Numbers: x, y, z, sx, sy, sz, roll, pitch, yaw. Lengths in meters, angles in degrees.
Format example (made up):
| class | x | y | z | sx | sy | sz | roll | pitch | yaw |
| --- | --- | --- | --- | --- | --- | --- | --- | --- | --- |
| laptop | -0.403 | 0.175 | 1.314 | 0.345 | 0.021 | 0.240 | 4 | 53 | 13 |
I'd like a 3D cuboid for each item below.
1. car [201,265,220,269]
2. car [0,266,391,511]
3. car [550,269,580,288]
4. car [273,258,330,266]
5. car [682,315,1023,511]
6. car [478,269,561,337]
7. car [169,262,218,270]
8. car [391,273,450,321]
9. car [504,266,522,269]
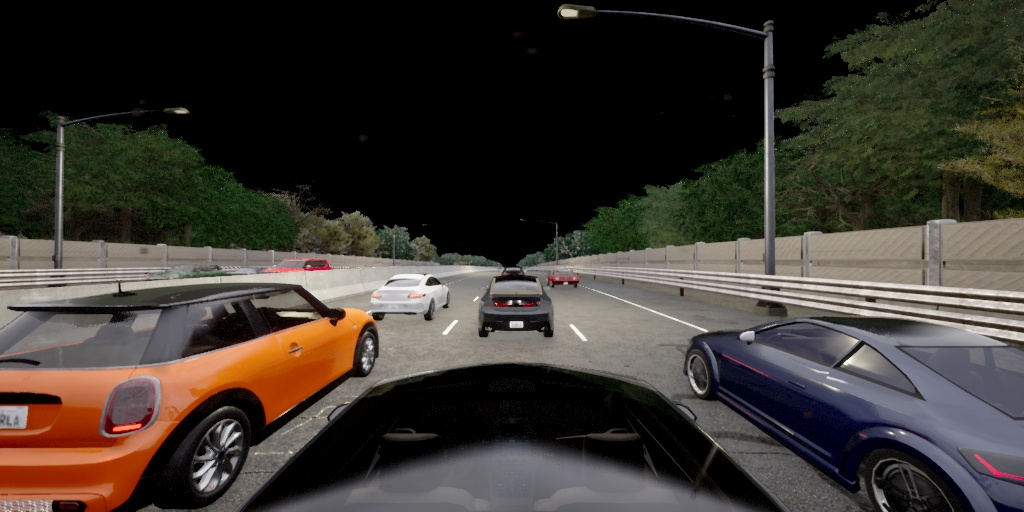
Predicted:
| class | x | y | z | sx | sy | sz | roll | pitch | yaw |
| --- | --- | --- | --- | --- | --- | --- | --- | --- | --- |
| car | -17.607 | 1.502 | 24.322 | 2.033 | 1.411 | 5.357 | 0 | -1 | 0 |
| car | -3.403 | 1.107 | 4.528 | 2.097 | 1.767 | 4.553 | 0 | 0 | 0 |
| car | 3.591 | 1.592 | 26.271 | 1.895 | 1.301 | 4.718 | 0 | -1 | 0 |
| car | -14.107 | 1.167 | 23.775 | 2.150 | 2.045 | 5.566 | 0 | -1 | 0 |
| car | 3.600 | 1.316 | 3.801 | 1.994 | 1.385 | 4.181 | 0 | 0 | 0 |
| car | 0.098 | 1.289 | 10.350 | 1.837 | 1.490 | 4.892 | 0 | 0 | 0 |
| car | -21.106 | 1.292 | 23.414 | 2.097 | 1.767 | 4.553 | 0 | -1 | 0 |
| car | -3.403 | 1.327 | 12.585 | 1.812 | 1.442 | 4.674 | 0 | -1 | 0 |
| car | 0.090 | 1.537 | 28.348 | 1.837 | 1.490 | 4.892 | 0 | -1 | 0 |
